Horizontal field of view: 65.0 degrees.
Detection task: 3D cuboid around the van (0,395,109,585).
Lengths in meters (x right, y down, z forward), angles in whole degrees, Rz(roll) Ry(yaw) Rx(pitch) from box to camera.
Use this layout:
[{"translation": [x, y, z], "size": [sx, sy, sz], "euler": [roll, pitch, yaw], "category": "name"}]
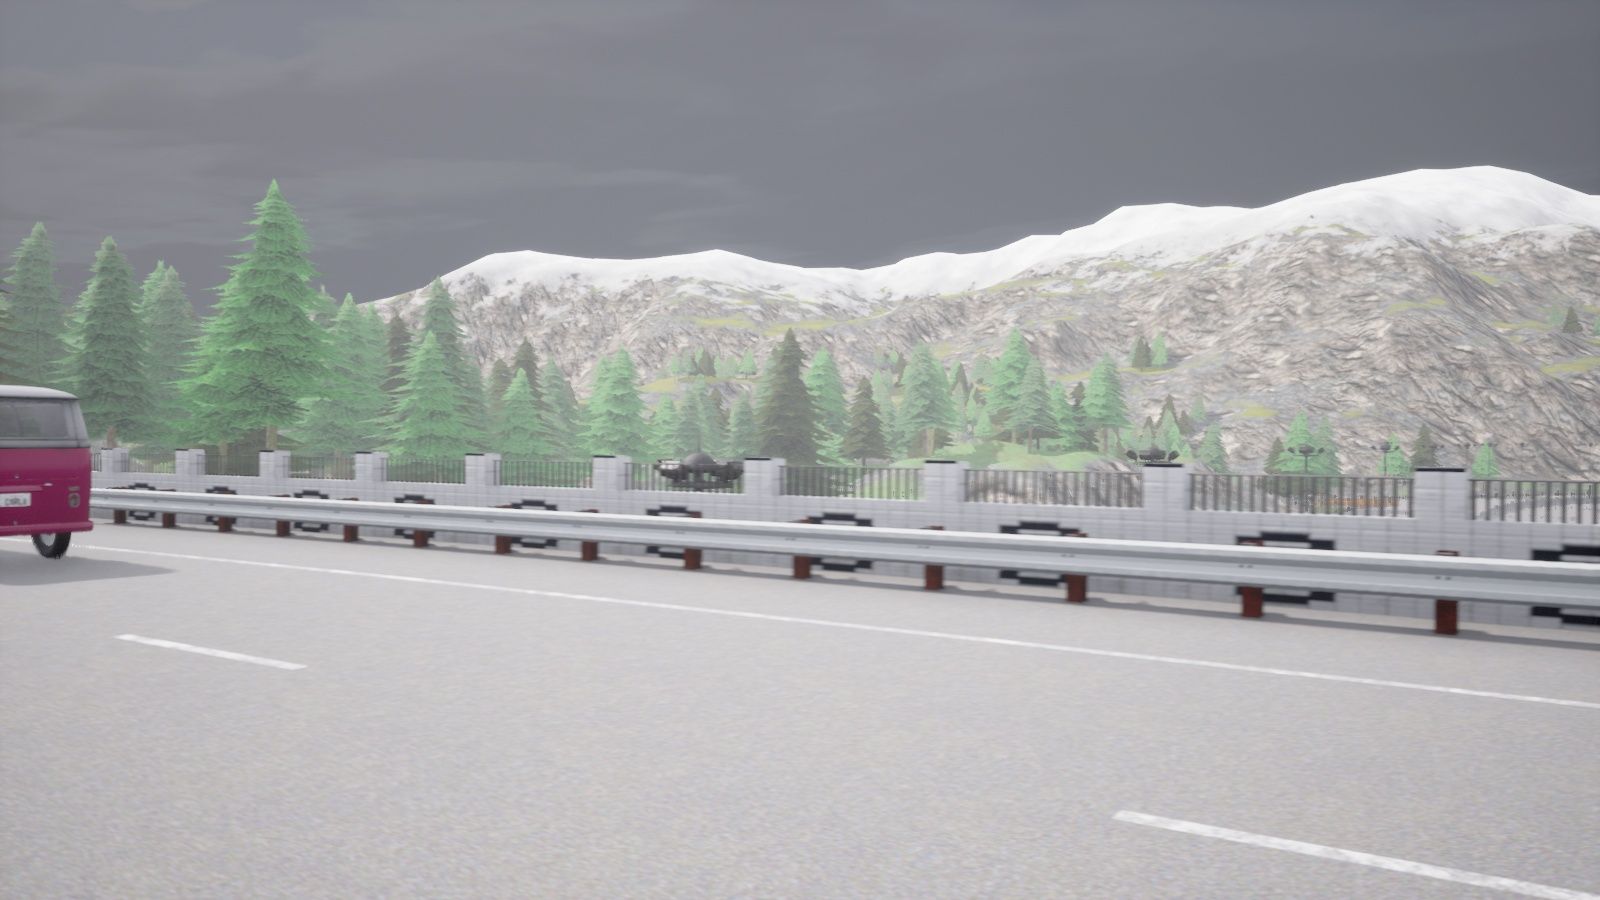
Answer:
[{"translation": [-10.076, 0.429, 14.516], "size": [4.442, 1.987, 1.775], "euler": [0, 1, 34], "category": "van"}]
